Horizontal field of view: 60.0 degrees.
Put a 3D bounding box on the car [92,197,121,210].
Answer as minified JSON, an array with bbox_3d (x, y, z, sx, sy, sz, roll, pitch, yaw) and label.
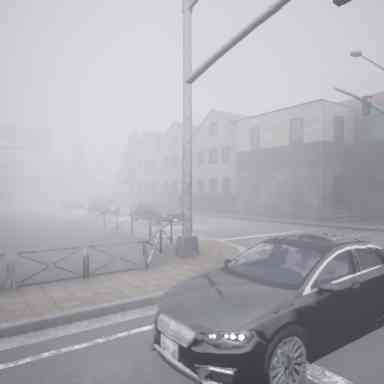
[{"bbox_3d":[-10.476,1.328,40.454,1.837,1.490,4.892,0,0,-35],"label":"car"}]

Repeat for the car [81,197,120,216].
[{"bbox_3d":[-8.291,1.314,30.995,2.128,1.511,4.902,0,0,-35],"label":"car"}]

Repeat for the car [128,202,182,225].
[{"bbox_3d":[-2.549,1.370,22.874,2.033,1.411,5.357,0,0,-35],"label":"car"}]

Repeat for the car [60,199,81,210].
[{"bbox_3d":[-14.109,1.424,39.269,1.895,1.301,4.718,0,0,-35],"label":"car"}]

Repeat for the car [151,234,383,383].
[{"bbox_3d":[1.734,1.484,5.219,4.902,1.511,2.128,-1,0,-35],"label":"car"}]
